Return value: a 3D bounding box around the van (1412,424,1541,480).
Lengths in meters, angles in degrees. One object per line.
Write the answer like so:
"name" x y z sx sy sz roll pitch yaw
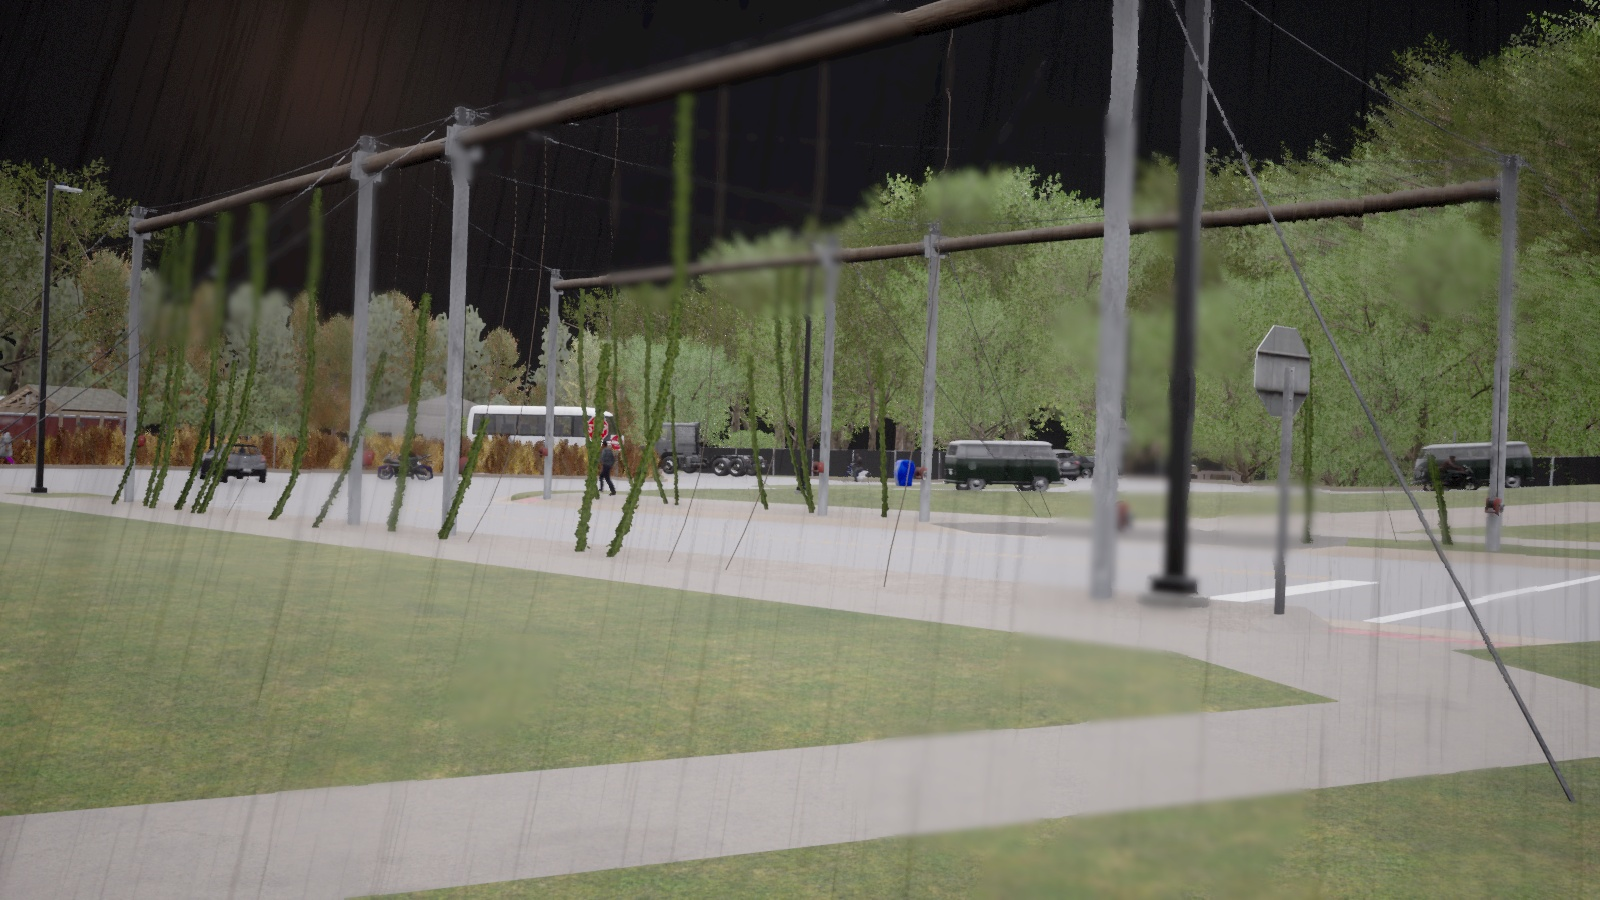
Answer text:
"van" 28.294 0.091 52.662 4.442 1.987 1.775 -4 -2 21

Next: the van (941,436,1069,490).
"van" 7.763 0.463 47.665 4.442 1.987 1.775 0 1 -11

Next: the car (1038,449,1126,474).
"car" 15.368 0.633 68.714 1.895 1.301 4.718 -1 0 -32

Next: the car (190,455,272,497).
"car" -22.316 0.978 49.190 1.845 1.501 3.633 0 1 -43

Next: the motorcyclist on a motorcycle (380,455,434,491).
"motorcyclist on a motorcycle" -16.923 0.985 54.115 2.191 1.530 0.866 0 1 -21

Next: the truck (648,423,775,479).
"truck" -5.781 0.028 81.616 7.936 3.462 2.891 0 1 27

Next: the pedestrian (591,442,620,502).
"pedestrian" -6.393 0.711 41.326 0.788 1.949 0.423 1 0 19

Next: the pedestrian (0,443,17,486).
"pedestrian" -36.572 0.680 57.717 0.873 1.952 0.659 1 0 -18

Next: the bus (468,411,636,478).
"bus" -16.415 -0.398 83.294 10.273 4.253 3.944 0 1 14

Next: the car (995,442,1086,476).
"car" 12.676 0.442 66.451 2.242 1.667 4.611 -2 1 -29

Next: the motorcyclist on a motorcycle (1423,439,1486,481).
"motorcyclist on a motorcycle" 25.947 0.403 49.835 2.044 1.523 0.797 -4 -1 21
